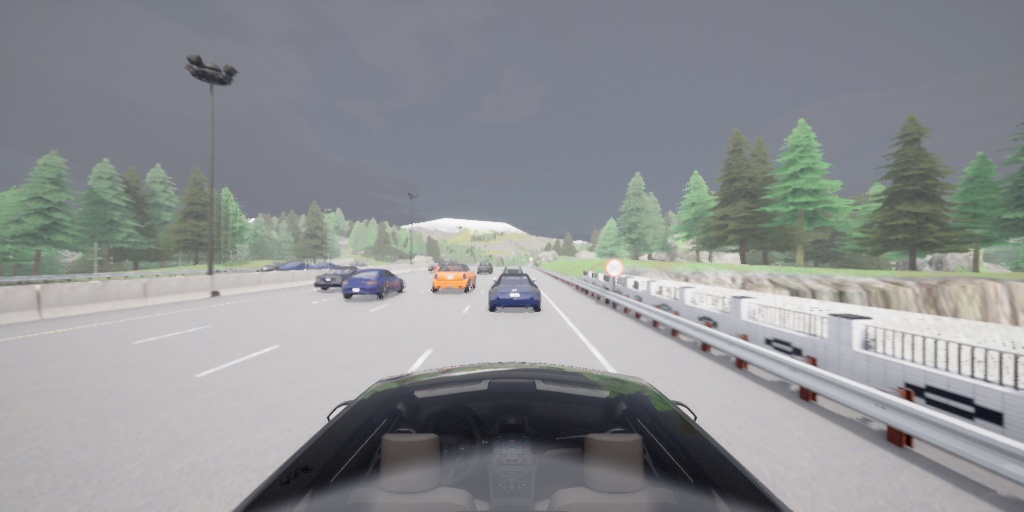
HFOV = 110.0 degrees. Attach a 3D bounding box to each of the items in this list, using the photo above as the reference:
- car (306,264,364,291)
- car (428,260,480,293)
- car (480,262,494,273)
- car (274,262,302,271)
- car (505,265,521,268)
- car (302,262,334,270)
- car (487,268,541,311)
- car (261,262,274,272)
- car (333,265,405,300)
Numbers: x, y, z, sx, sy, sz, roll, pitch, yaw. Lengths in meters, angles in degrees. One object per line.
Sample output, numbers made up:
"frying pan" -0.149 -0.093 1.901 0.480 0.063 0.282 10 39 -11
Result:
"car" -10.400 1.408 22.800 2.033 1.411 5.357 0 0 0
"car" -3.400 1.205 21.806 2.097 1.767 4.553 0 0 0
"car" -3.401 1.521 46.580 2.128 1.511 4.902 0 0 0
"car" -28.054 1.506 46.675 1.882 1.535 5.008 0 0 0
"car" 0.099 1.552 35.495 1.895 1.301 4.718 0 0 0
"car" -24.557 1.507 46.688 1.882 1.535 5.008 0 0 0
"car" 0.099 1.369 14.739 1.994 1.385 4.181 0 0 0
"car" -31.541 1.527 48.293 2.128 1.511 4.902 0 0 1
"car" -6.898 1.354 18.162 1.812 1.442 4.674 0 0 0
